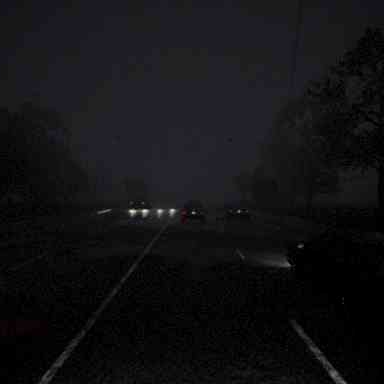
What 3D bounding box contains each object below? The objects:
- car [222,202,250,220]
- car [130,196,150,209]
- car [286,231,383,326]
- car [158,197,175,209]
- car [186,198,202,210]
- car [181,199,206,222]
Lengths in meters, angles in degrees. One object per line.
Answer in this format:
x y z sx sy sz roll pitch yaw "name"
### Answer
3.606 1.541 27.982 2.033 1.411 5.357 0 0 0 "car"
-6.880 1.339 44.242 2.097 1.767 4.553 0 0 2 "car"
3.599 1.546 7.121 2.033 1.411 5.357 0 0 0 "car"
-3.376 1.466 44.558 1.882 1.535 5.008 0 0 2 "car"
0.268 1.554 42.954 1.994 1.385 4.181 0 0 1 "car"
0.104 1.541 26.220 2.033 1.411 5.357 0 0 0 "car"
